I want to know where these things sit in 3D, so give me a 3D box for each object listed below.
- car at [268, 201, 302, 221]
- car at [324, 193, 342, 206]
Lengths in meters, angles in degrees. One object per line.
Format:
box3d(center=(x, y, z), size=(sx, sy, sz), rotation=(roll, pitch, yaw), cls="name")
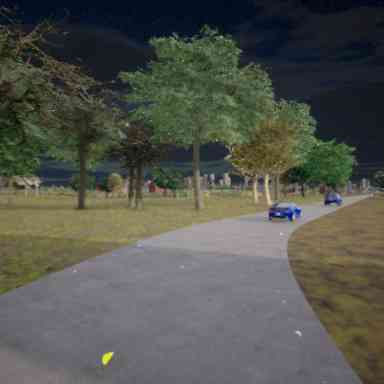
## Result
box3d(center=(7.763, 1.517, 27.441), size=(1.882, 1.535, 5.008), rotation=(0, 0, 29), cls="car")
box3d(center=(22.831, 1.187, 53.778), size=(2.150, 2.045, 5.566), rotation=(0, 0, 30), cls="car")
